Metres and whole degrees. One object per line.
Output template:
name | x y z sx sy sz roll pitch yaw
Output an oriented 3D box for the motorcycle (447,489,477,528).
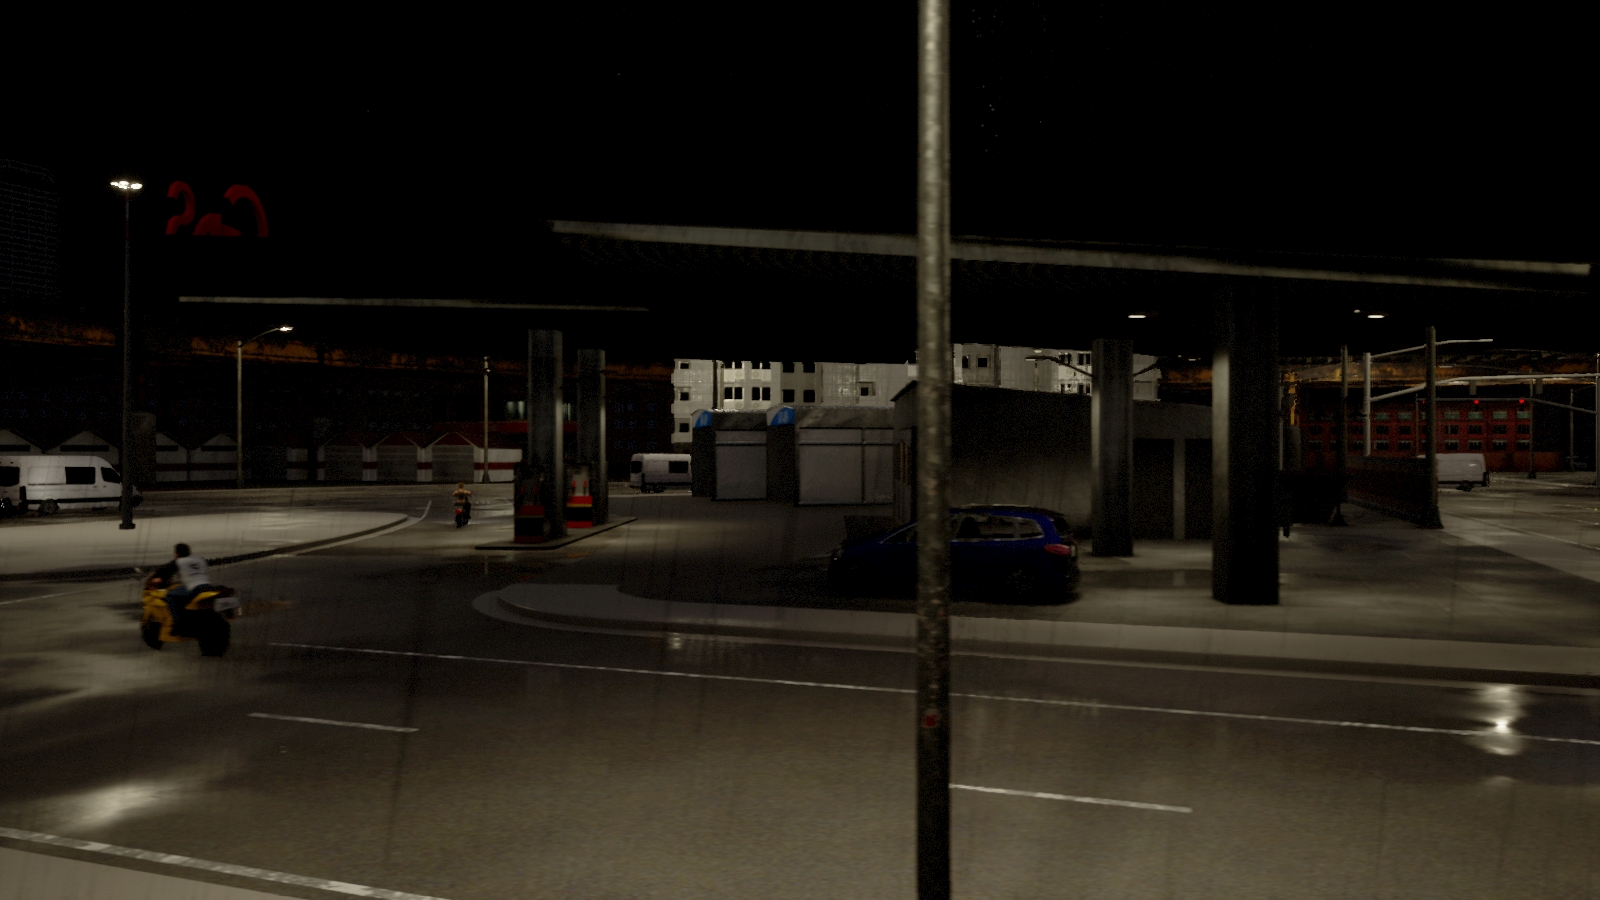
motorcycle | -12.419 2.137 42.057 0.764 1.332 2.356 -1 0 -10
